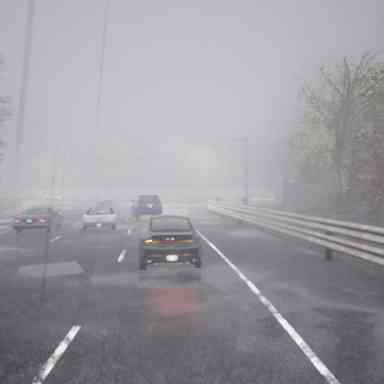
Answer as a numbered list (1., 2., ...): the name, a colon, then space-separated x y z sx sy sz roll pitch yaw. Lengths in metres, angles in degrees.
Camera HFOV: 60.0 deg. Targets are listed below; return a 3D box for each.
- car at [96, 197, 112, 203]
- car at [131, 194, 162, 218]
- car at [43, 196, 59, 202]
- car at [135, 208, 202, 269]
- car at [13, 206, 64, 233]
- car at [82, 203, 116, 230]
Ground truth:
1. car: -14.069 1.557 53.425 1.812 1.442 4.674 0 0 -28
2. car: -3.950 1.227 28.566 2.150 2.045 5.566 0 0 -15
3. car: -34.066 1.685 80.190 4.718 1.301 1.895 0 0 44
4. car: -0.799 1.504 11.270 1.837 1.490 4.892 0 0 -6
5. car: -9.075 1.572 19.962 2.033 1.411 5.357 0 0 -12
6. car: -5.852 1.614 21.469 1.895 1.301 4.718 0 0 -12
